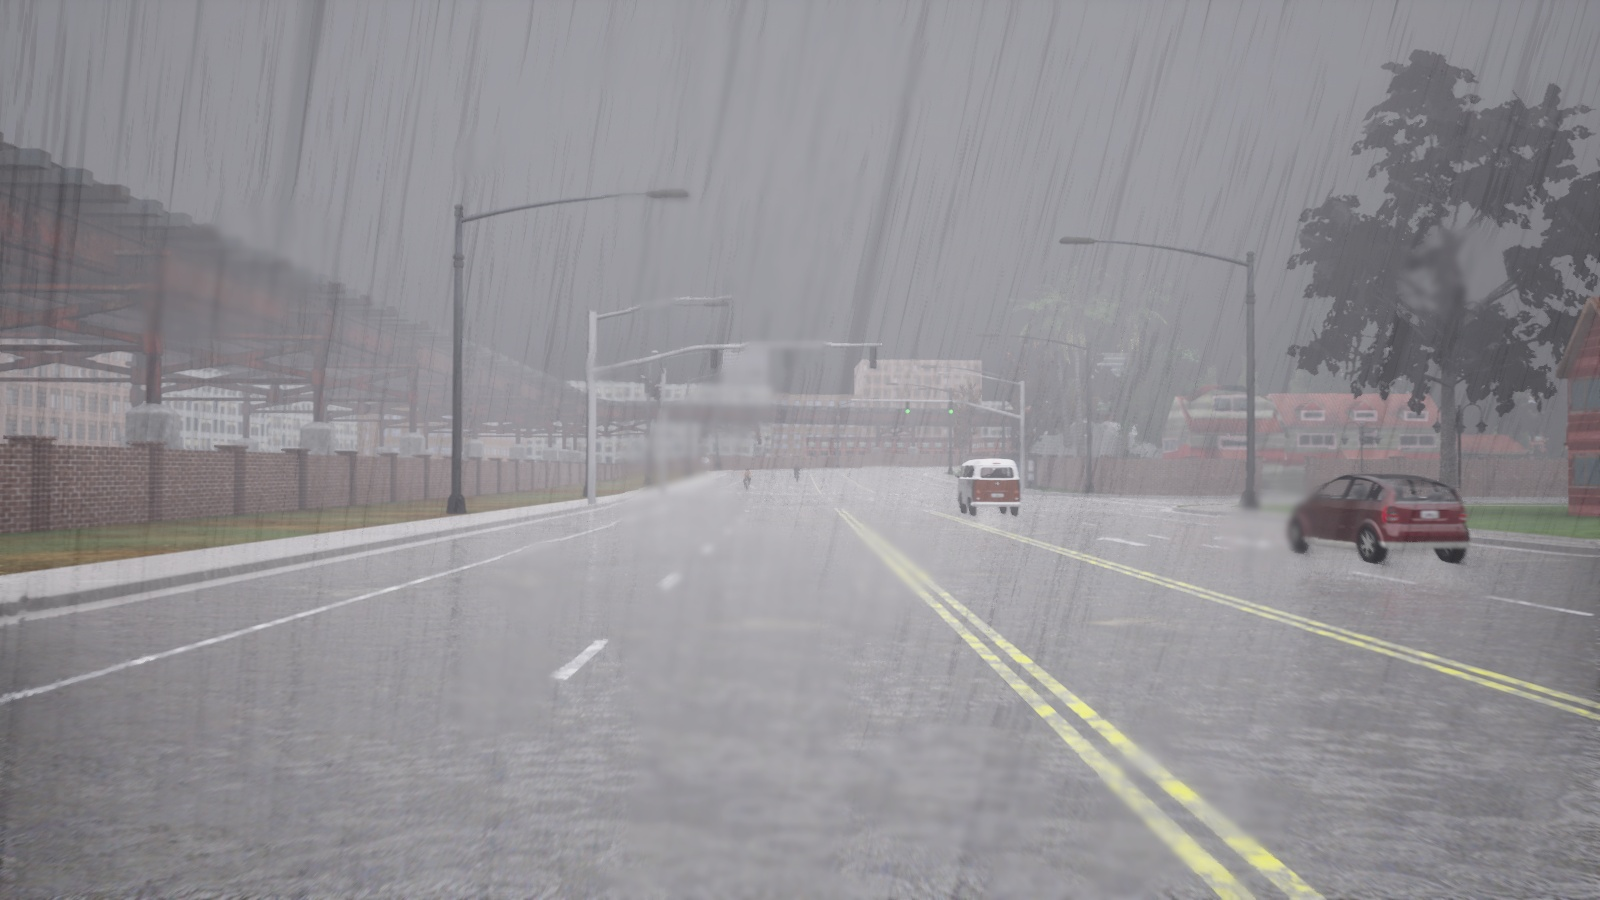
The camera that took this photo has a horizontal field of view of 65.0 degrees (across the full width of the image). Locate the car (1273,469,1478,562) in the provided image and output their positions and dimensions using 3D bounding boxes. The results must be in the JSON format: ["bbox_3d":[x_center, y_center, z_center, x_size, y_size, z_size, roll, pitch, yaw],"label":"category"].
[{"bbox_3d":[10.467,1.139,23.153,1.789,1.549,3.705,0,-1,-6],"label":"car"}]

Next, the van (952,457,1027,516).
[{"bbox_3d":[6.882,1.285,46.053,2.069,2.038,4.480,0,-1,0],"label":"van"}]
